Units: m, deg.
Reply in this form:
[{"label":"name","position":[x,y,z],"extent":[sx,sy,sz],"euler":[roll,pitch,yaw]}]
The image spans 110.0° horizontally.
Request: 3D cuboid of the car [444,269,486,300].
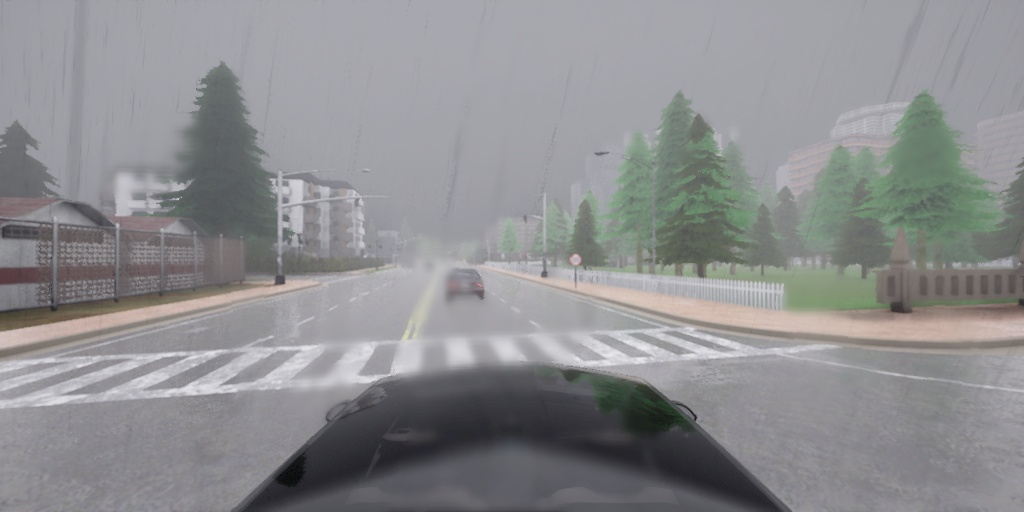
[{"label":"car","position":[-2.439,1.386,18.287],"extent":[2.033,1.411,5.357],"euler":[0,0,-10]}]
